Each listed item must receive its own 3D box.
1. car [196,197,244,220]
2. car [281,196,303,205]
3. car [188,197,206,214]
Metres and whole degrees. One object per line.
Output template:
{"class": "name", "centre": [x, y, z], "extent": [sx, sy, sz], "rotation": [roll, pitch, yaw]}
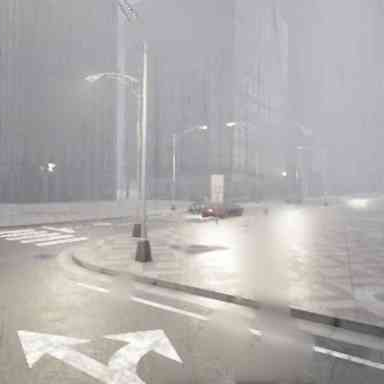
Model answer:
{"class": "car", "centre": [2.526, 1.367, 26.705], "extent": [1.994, 1.385, 4.181], "rotation": [1, 1, 35]}
{"class": "car", "centre": [14.862, 1.242, 49.446], "extent": [1.895, 1.301, 4.718], "rotation": [1, 1, 36]}
{"class": "car", "centre": [1.587, 1.244, 30.979], "extent": [1.837, 1.490, 4.892], "rotation": [1, 1, 36]}
